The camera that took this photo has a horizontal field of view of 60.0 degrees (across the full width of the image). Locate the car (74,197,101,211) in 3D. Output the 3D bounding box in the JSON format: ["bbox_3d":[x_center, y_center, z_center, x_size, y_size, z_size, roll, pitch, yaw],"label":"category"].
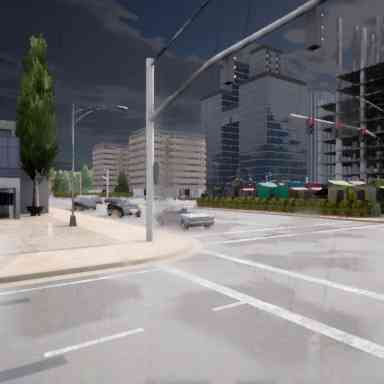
[{"bbox_3d":[-13.118,1.503,40.775,1.837,1.490,4.892,0,0,-33],"label":"car"}]

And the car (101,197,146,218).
[{"bbox_3d":[-6.170,1.491,29.899,2.128,1.511,4.902,0,0,-33],"label":"car"}]

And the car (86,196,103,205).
[{"bbox_3d":[-18.306,1.564,62.201,1.994,1.385,4.181,0,0,-33],"label":"car"}]

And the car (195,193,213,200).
[{"bbox_3d":[3.221,1.156,62.389,3.866,1.878,1.905,0,0,-34],"label":"car"}]

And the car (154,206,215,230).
[{"bbox_3d":[-0.563,1.601,21.138,1.895,1.301,4.718,0,0,-33],"label":"car"}]

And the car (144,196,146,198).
[{"bbox_3d":[-9.389,1.153,81.045,4.605,1.855,1.932,0,0,-34],"label":"car"}]

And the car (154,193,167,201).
[{"bbox_3d":[-7.811,1.156,78.618,3.866,1.878,1.905,0,0,-34],"label":"car"}]
